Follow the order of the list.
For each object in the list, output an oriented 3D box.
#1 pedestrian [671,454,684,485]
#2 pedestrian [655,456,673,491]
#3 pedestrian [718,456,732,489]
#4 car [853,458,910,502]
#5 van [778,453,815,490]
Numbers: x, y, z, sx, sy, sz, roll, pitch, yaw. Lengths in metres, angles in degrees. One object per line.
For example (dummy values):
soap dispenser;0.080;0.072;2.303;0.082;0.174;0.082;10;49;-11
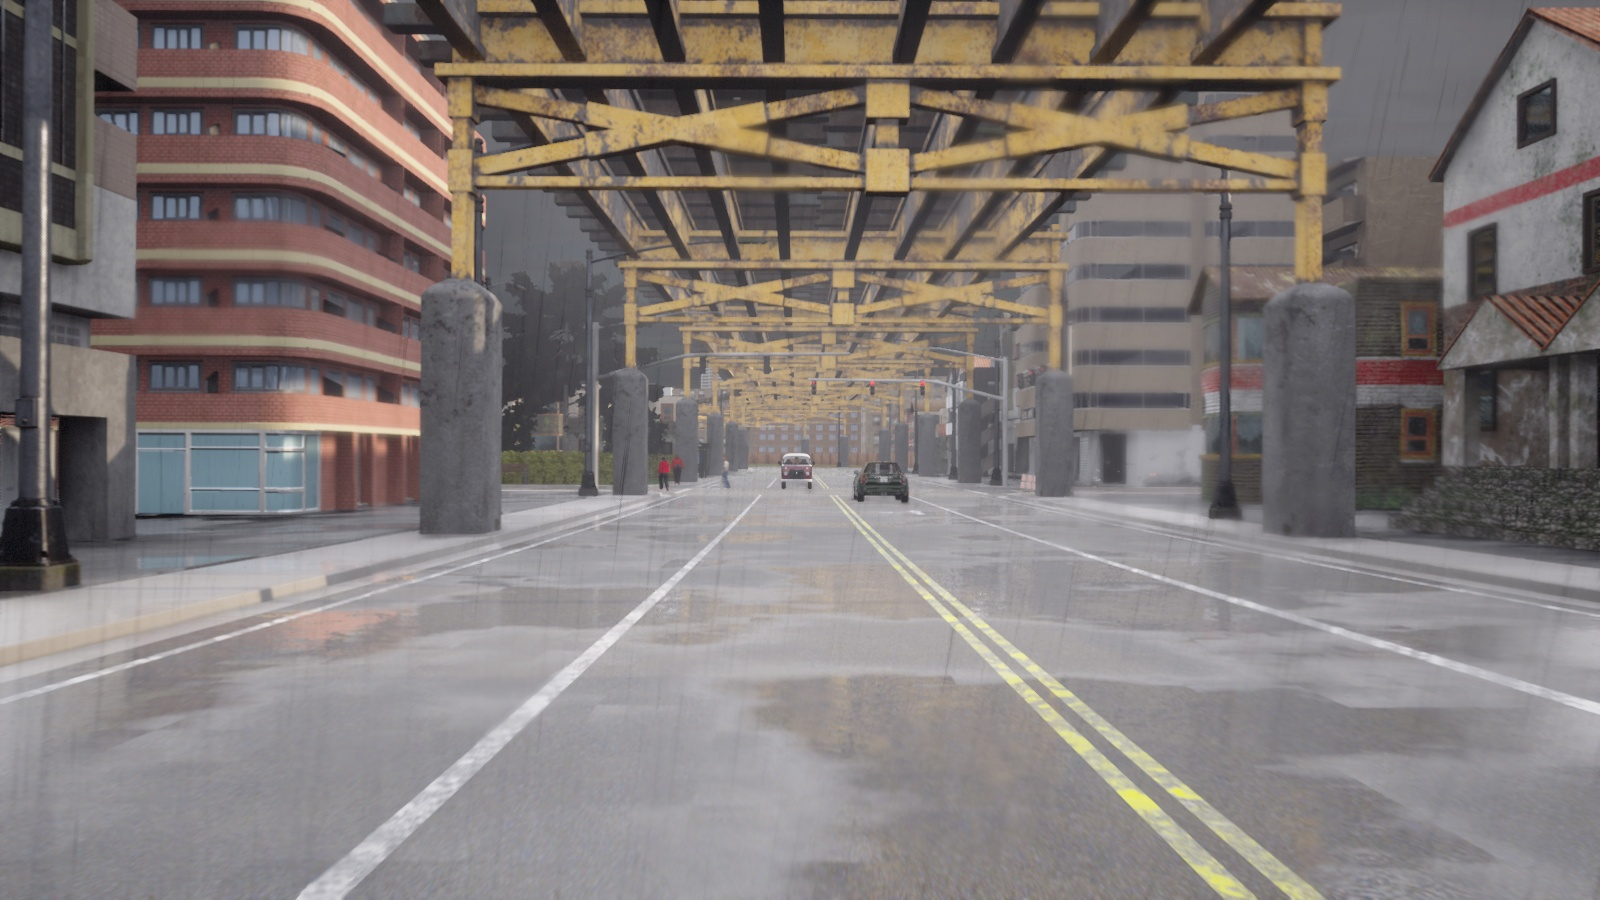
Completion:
pedestrian;-7.302;1.170;74.955;0.634;1.844;0.899;0;0;-16
pedestrian;-7.137;1.236;65.825;0.634;1.844;0.899;0;0;-28
pedestrian;-4.236;1.288;71.301;0.706;1.836;0.354;0;0;15
car;3.365;1.224;52.778;2.097;1.767;4.553;0;0;0
van;-0.185;1.208;72.147;2.069;2.038;4.480;0;-1;0
